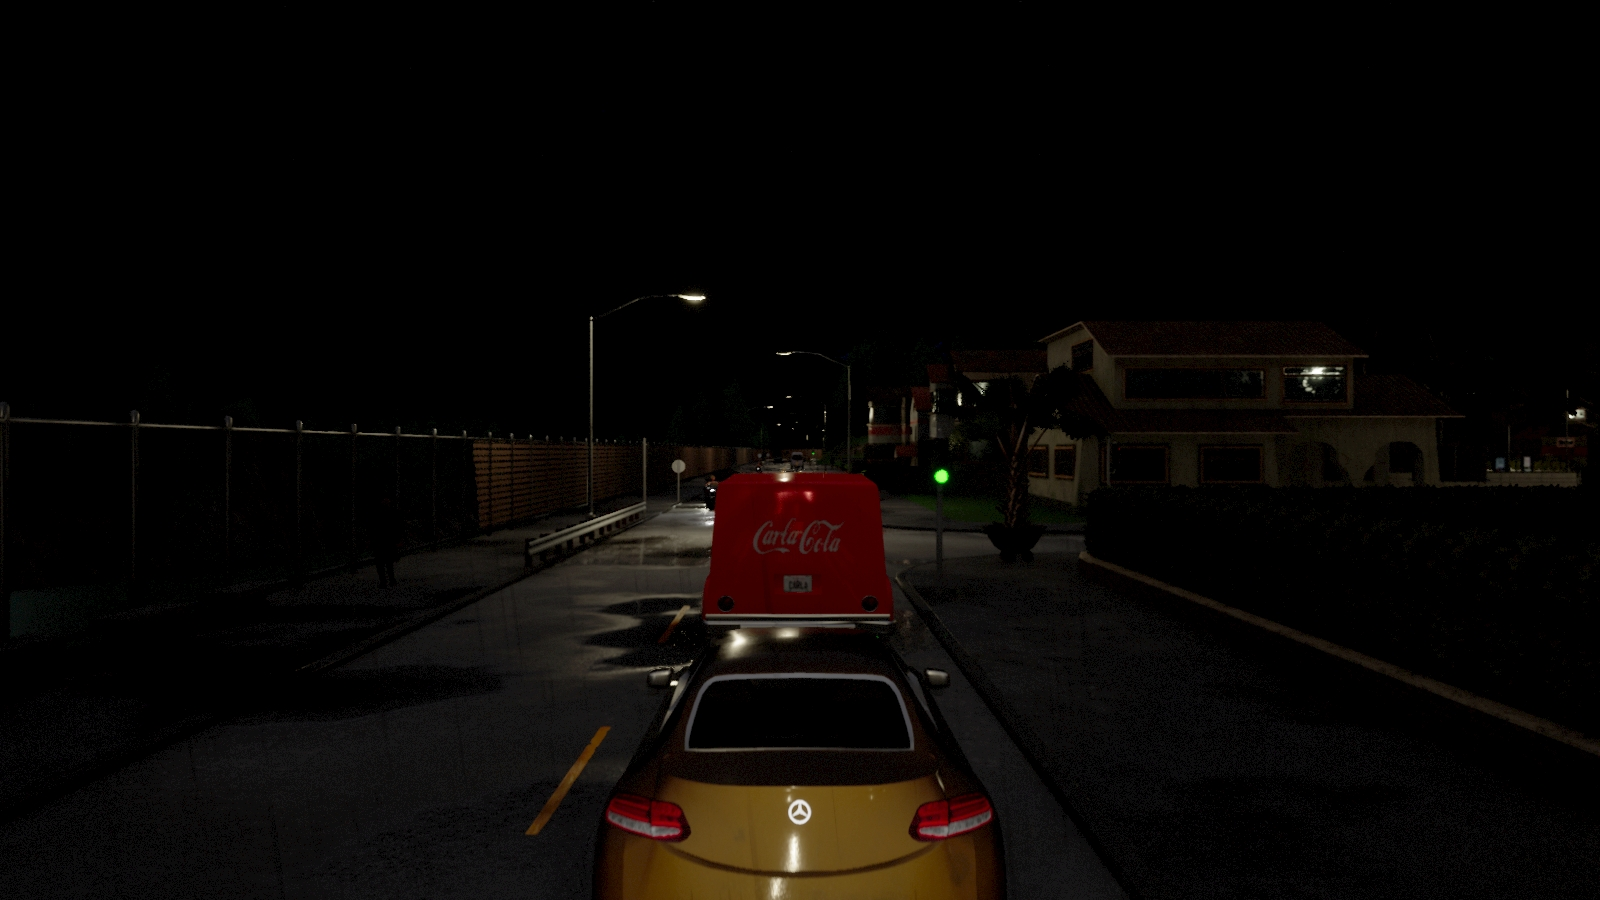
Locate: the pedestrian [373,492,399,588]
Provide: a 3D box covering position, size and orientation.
[{"bbox_3d":[-8.101,1.759,22.381,0.375,1.860,0.375,0,0,-2],"label":"pedestrian"}]

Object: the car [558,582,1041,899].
[{"bbox_3d":[-0.008,1.998,7.608,2.152,1.651,5.027,0,0,0],"label":"car"}]

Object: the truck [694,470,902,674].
[{"bbox_3d":[-0.030,1.582,17.015,2.627,2.467,5.204,0,0,0],"label":"truck"}]
